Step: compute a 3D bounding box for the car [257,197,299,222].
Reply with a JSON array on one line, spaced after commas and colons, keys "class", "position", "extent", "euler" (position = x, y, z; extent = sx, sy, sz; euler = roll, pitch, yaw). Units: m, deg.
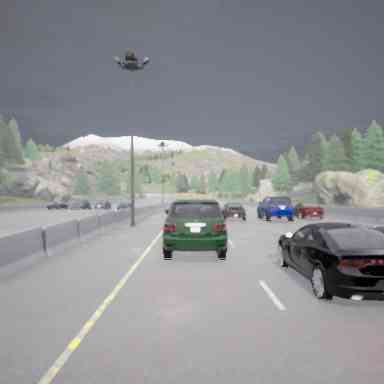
[{"class": "car", "position": [7.102, 1.410, 28.738], "extent": [2.150, 2.045, 5.566], "euler": [0, -1, 0]}]

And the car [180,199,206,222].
[{"class": "car", "position": [0.102, 1.548, 29.328], "extent": [2.097, 1.767, 4.553], "euler": [0, -1, 0]}]

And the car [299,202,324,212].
[{"class": "car", "position": [10.602, 1.697, 31.091], "extent": [1.882, 1.535, 5.008], "euler": [0, -1, 0]}]

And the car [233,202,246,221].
[{"class": "car", "position": [3.602, 1.705, 29.684], "extent": [1.837, 1.490, 4.892], "euler": [0, -1, 0]}]

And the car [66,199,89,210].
[{"class": "car", "position": [-17.559, 1.944, 52.473], "extent": [2.097, 1.767, 4.553], "euler": [0, -1, 0]}]

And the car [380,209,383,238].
[{"class": "car", "position": [10.600, 1.583, 14.827], "extent": [1.812, 1.442, 4.674], "euler": [0, 0, 0]}]

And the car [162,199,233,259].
[{"class": "car", "position": [0.102, 1.265, 12.865], "extent": [2.150, 2.045, 5.566], "euler": [0, 0, 0]}]

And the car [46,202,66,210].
[{"class": "car", "position": [-21.058, 2.187, 52.199], "extent": [1.895, 1.301, 4.718], "euler": [0, -1, 0]}]

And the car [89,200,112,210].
[{"class": "car", "position": [-14.061, 2.086, 52.630], "extent": [2.128, 1.511, 4.902], "euler": [0, -1, 0]}]

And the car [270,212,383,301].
[{"class": "car", "position": [3.598, 1.499, 8.448], "extent": [1.882, 1.535, 5.008], "euler": [0, 0, 0]}]

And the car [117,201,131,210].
[{"class": "car", "position": [-10.560, 2.168, 53.039], "extent": [1.994, 1.385, 4.181], "euler": [0, -1, 0]}]
